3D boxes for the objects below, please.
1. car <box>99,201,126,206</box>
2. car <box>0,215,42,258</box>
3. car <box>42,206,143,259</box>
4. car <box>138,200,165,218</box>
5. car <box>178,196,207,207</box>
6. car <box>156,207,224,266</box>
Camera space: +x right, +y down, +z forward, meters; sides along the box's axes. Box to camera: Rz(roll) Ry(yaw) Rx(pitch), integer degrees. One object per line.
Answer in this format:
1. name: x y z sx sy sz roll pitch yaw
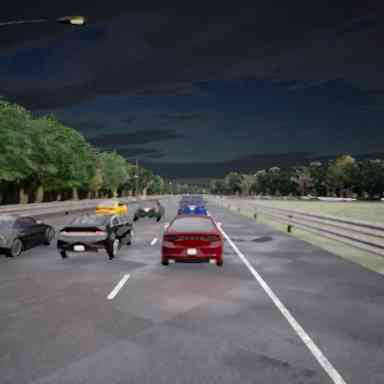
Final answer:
1. car: -6.930 1.544 28.897 1.882 1.535 5.008 0 0 0
2. car: -6.946 1.593 12.849 1.994 1.385 4.181 0 0 0
3. car: -3.450 1.520 12.679 2.128 1.511 4.902 0 0 1
4. car: -3.443 1.418 27.627 2.097 1.767 4.553 0 0 1
5. car: 0.045 1.287 26.622 2.150 2.045 5.566 0 0 1
6. car: 0.040 1.503 11.680 1.882 1.535 5.008 0 0 1
